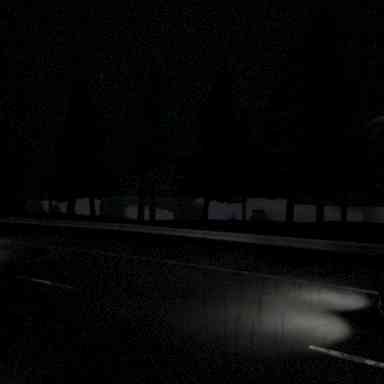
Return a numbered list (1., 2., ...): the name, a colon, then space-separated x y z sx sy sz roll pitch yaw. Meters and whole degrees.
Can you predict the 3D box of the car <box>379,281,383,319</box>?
1. car: 5.235 1.519 4.330 4.892 1.490 1.837 0 0 37
